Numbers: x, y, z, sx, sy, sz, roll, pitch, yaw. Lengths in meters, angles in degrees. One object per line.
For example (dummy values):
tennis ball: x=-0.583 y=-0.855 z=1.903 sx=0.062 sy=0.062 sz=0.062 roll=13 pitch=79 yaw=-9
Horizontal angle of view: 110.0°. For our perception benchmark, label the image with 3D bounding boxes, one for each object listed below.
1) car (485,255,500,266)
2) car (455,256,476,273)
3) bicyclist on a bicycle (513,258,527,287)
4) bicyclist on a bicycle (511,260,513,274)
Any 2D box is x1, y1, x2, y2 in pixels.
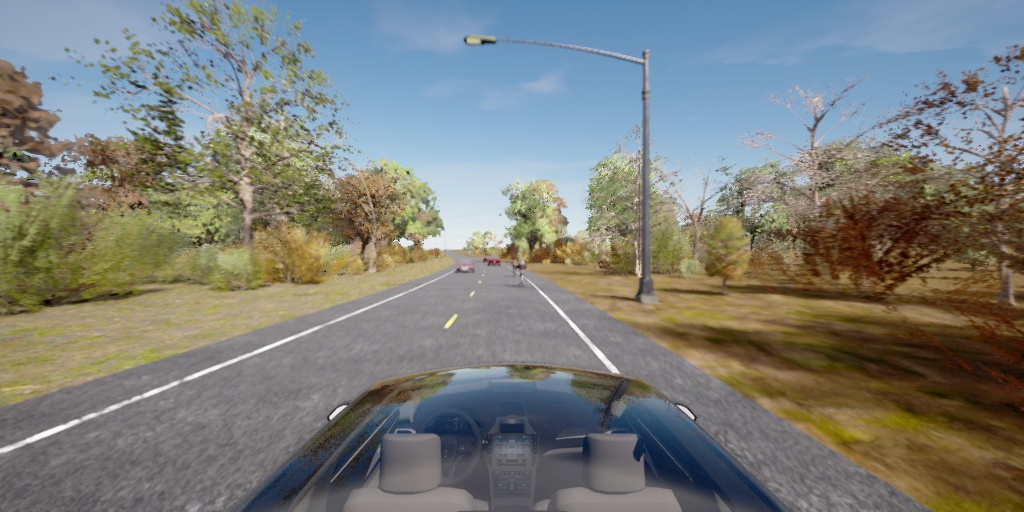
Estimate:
car: x=-2.981 y=0.758 z=58.790 sx=1.882 sy=1.535 sz=5.008 roll=0 pitch=1 yaw=-6
car: x=-4.775 y=1.007 z=37.495 sx=1.812 sy=1.442 sz=4.674 roll=0 pitch=0 yaw=-4
bicyclist on a bicycle: x=0.606 y=0.970 z=21.446 sx=0.659 sy=1.776 sz=1.843 roll=0 pitch=1 yaw=-2
bicyclist on a bicycle: x=0.224 y=0.981 z=30.104 sx=0.582 sy=1.620 sz=1.656 roll=0 pitch=0 yaw=-3
